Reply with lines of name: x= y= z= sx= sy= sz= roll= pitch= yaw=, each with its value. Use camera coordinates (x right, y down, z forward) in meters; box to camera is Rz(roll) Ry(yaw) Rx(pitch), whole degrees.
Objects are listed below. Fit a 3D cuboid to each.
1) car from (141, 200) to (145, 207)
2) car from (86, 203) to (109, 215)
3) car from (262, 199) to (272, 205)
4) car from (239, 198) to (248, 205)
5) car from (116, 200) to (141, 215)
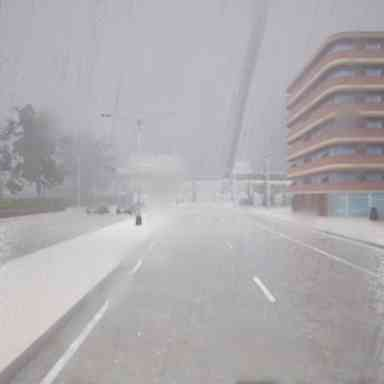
car: x=-11.540 y=2.535 z=73.323 sx=1.812 sy=1.442 sz=4.674 roll=0 pitch=-1 yaw=0
car: x=-11.570 y=2.058 z=41.038 sx=2.128 sy=1.511 sz=4.902 roll=0 pitch=-1 yaw=0
car: x=18.909 y=2.623 z=84.399 sx=1.970 sy=1.475 sz=3.806 roll=0 pitch=-1 yaw=0
car: x=13.165 y=2.451 z=83.636 sx=2.242 sy=1.667 sz=4.611 roll=0 pitch=-1 yaw=0
car: x=-8.070 y=2.058 z=41.041 sx=2.128 sy=1.511 sz=4.902 roll=0 pitch=-1 yaw=0
